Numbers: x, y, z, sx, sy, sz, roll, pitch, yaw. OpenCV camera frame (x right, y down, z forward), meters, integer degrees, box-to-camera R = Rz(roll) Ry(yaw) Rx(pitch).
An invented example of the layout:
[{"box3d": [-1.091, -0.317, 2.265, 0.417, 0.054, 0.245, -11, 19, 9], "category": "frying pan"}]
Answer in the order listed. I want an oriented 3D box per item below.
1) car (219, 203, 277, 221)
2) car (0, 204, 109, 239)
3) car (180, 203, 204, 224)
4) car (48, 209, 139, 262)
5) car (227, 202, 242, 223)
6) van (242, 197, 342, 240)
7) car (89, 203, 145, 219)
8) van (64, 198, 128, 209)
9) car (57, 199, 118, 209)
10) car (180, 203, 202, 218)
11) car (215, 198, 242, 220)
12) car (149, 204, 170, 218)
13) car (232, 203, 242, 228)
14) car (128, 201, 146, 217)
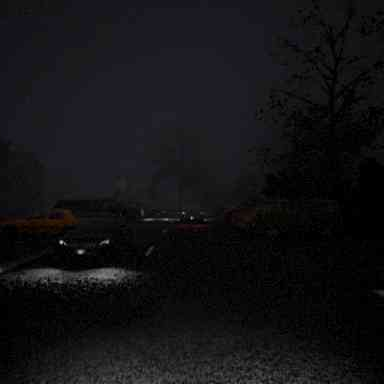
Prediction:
[{"box3d": [5.058, 1.793, 30.546, 4.892, 1.521, 2.231, 0, -1, 0], "category": "car"}, {"box3d": [-7.370, 1.549, 17.226, 5.366, 1.575, 1.946, 0, -1, 0], "category": "car"}, {"box3d": [-0.013, 1.760, 27.161, 1.812, 1.442, 4.674, 0, -1, 0], "category": "car"}, {"box3d": [-3.355, 1.547, 12.357, 1.812, 1.442, 4.674, 0, 0, 0], "category": "car"}, {"box3d": [5.266, 1.615, 22.039, 5.366, 1.575, 1.946, 0, -1, 0], "category": "car"}, {"box3d": [4.966, 1.317, 16.587, 4.442, 1.987, 1.878, 0, -1, 0], "category": "van"}, {"box3d": [-7.209, 1.837, 32.287, 5.008, 1.535, 2.097, 0, -1, 0], "category": "car"}, {"box3d": [-7.072, 1.414, 23.184, 4.442, 1.987, 1.878, 0, -1, 0], "category": "van"}, {"box3d": [-7.156, 1.464, 20.146, 4.553, 1.767, 2.185, 0, -1, 0], "category": "car"}, {"box3d": [-0.026, 1.978, 37.086, 2.128, 1.511, 4.902, 0, -2, 3], "category": "car"}, {"box3d": [5.049, 1.474, 27.760, 5.566, 2.045, 2.435, 0, -1, 0], "category": "car"}, {"box3d": [-3.304, 1.946, 34.673, 1.812, 1.442, 4.674, 0, -2, 0], "category": "car"}, {"box3d": [5.267, 1.575, 19.378, 5.366, 1.575, 1.946, 0, -1, 0], "category": "car"}, {"box3d": [-7.170, 1.511, 29.376, 5.566, 2.045, 2.435, 0, -1, 0], "category": "car"}]
